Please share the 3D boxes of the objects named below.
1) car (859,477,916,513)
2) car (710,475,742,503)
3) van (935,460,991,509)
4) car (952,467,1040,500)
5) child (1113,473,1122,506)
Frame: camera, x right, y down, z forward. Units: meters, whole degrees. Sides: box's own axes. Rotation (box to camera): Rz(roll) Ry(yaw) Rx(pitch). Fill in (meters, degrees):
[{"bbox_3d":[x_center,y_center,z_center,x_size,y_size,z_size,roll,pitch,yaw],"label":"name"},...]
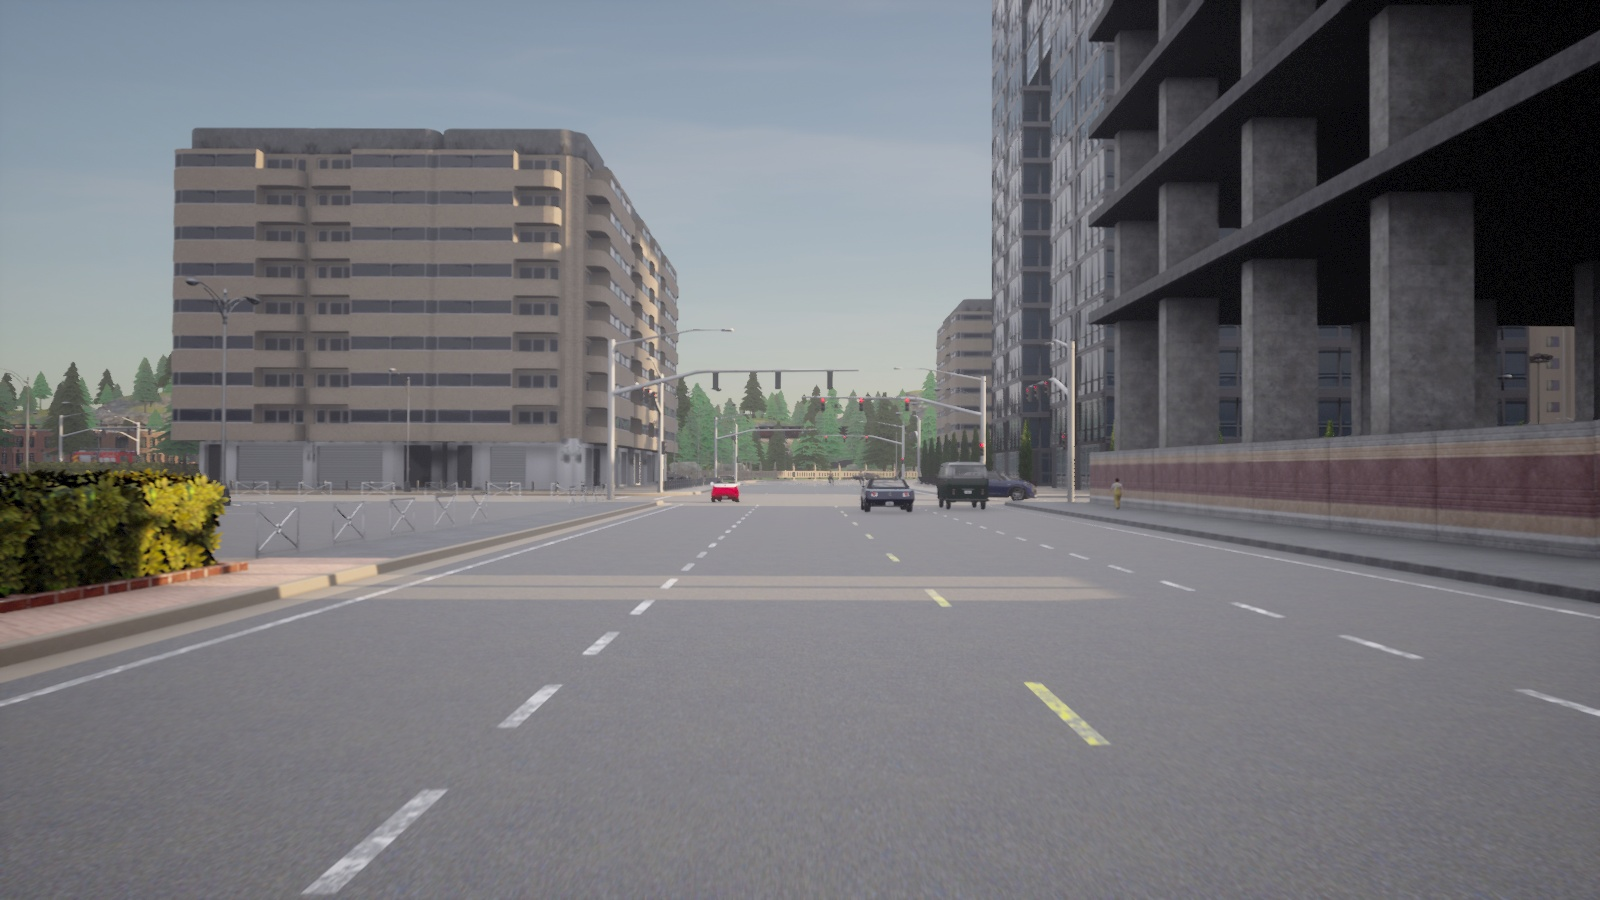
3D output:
[{"bbox_3d":[3.379,1.726,49.253,1.895,1.301,4.718,0,-1,0],"label":"car"},{"bbox_3d":[-3.684,1.958,62.827,1.481,1.376,2.207,0,-1,-1],"label":"car"},{"bbox_3d":[6.868,1.433,53.379,1.775,1.987,4.442,0,-1,0],"label":"van"},{"bbox_3d":[10.860,1.838,69.578,4.553,1.767,2.097,0,-1,18],"label":"car"},{"bbox_3d":[12.105,1.508,47.886,0.270,1.263,0.437,0,-1,3],"label":"child"}]
